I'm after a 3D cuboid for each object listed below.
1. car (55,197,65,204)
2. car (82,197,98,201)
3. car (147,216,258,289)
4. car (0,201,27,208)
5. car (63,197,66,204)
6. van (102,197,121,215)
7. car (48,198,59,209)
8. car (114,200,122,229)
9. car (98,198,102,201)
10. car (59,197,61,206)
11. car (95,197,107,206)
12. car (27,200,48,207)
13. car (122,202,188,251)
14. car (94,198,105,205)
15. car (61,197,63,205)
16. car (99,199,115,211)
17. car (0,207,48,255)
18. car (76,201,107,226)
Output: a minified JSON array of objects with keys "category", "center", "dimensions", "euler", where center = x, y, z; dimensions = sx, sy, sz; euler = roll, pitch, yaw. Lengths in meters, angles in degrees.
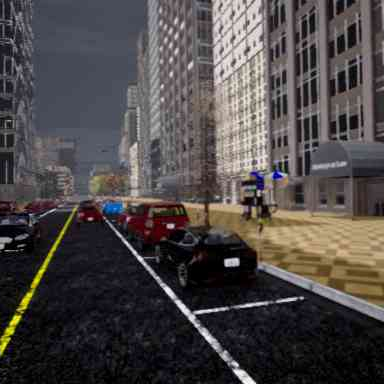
[{"category":"car","center":[-31.774,2.033,80.240],"dimensions":[1.967,1.590,4.097],"euler":[-1,0,-18]},{"category":"car","center":[-12.973,1.745,41.205],"dimensions":[1.837,1.490,4.892],"euler":[-1,1,-18]},{"category":"car","center":[0.214,1.557,9.101],"dimensions":[1.947,1.339,4.313],"euler":[-1,0,-18]},{"category":"car","center":[-12.904,1.563,22.305],"dimensions":[2.192,1.841,5.009],"euler":[-1,0,-18]},{"category":"car","center":[-30.056,2.106,74.972],"dimensions":[1.887,1.381,4.507],"euler":[-1,0,-18]},{"category":"van","center":[-8.368,1.490,35.435],"dimensions":[1.690,1.788,3.998],"euler":[-1,0,-18]},{"category":"car","center":[-23.194,1.981,53.905],"dimensions":[1.887,1.381,4.507],"euler":[-1,0,-18]},{"category":"car","center":[-3.220,1.495,19.634],"dimensions":[1.967,1.590,4.097],"euler":[-1,0,-18]},{"category":"car","center":[-10.083,1.621,40.702],"dimensions":[1.967,1.590,4.097],"euler":[-1,0,-18]},{"category":"car","center":[-24.911,1.908,59.172],"dimensions":[1.967,1.590,4.097],"euler":[-1,0,-18]},{"category":"car","center":[-16.945,1.746,61.769],"dimensions":[1.967,1.590,4.097],"euler":[-1,0,-18]},{"category":"car","center":[-18.047,1.887,38.105],"dimensions":[1.887,1.381,4.507],"euler":[-1,0,-18]},{"category":"car","center":[-1.506,1.338,14.368],"dimensions":[2.192,1.841,5.009],"euler":[-1,0,-18]},{"category":"car","center":[-18.712,1.864,67.196],"dimensions":[1.752,1.417,4.829],"euler":[-1,0,-18]},{"category":"car","center":[-26.625,2.050,64.439],"dimensions":[2.008,1.369,4.403],"euler":[-1,0,-18]},{"category":"car","center":[-11.849,1.738,46.130],"dimensions":[1.752,1.417,4.829],"euler":[-1,0,-18]},{"category":"car","center":[-7.403,1.633,13.795],"dimensions":[2.128,1.511,4.902],"euler":[-1,0,-18]},{"category":"car","center":[-7.609,1.665,24.726],"dimensions":[1.812,1.442,4.674],"euler":[-1,0,-18]}]
